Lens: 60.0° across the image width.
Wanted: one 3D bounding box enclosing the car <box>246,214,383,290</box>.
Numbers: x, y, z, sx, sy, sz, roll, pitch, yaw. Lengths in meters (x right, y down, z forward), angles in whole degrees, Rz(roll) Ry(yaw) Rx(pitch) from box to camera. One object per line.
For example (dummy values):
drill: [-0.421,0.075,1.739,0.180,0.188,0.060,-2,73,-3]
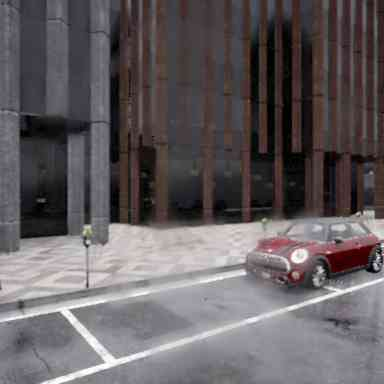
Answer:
car: [3.369,1.456,9.048,4.097,1.590,1.967,0,0,-35]
